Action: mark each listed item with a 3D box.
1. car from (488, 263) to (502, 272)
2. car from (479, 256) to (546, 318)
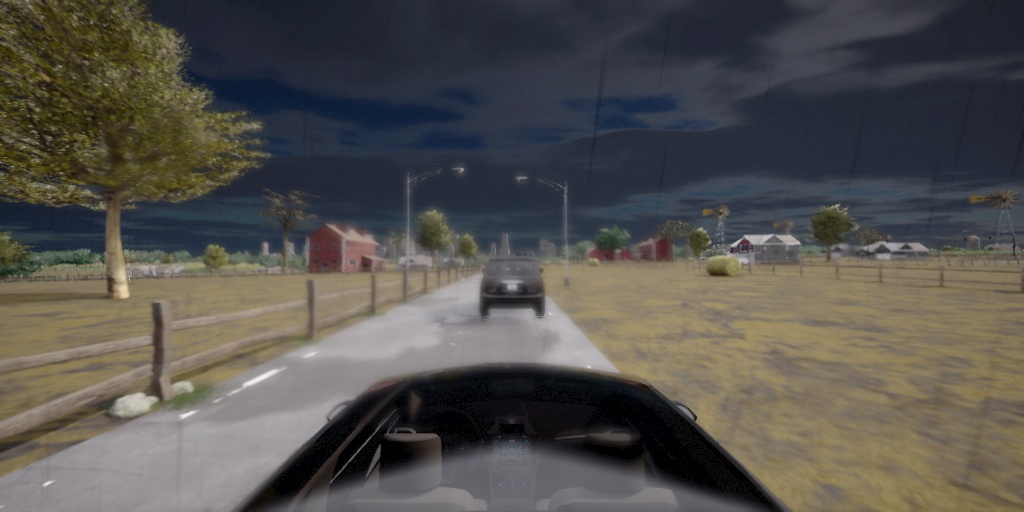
[{"bbox_3d":[-2.790,1.880,60.542,2.128,1.511,4.902,0,-1,1],"label":"car"},{"bbox_3d":[0.032,1.034,13.447,2.150,2.045,5.566,0,0,1],"label":"car"}]
